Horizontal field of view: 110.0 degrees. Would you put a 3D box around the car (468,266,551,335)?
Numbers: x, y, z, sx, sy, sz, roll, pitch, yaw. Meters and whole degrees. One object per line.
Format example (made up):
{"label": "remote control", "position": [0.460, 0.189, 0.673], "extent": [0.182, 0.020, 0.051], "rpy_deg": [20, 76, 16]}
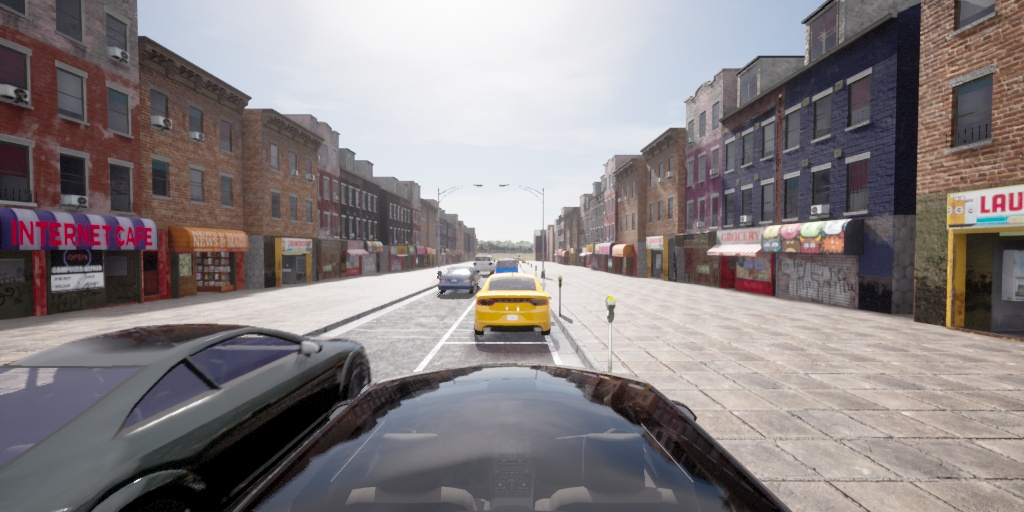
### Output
{"label": "car", "position": [0.015, 1.224, 10.498], "extent": [1.882, 1.535, 5.008], "rpy_deg": [0, 0, 0]}

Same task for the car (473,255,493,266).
{"label": "car", "position": [-2.955, 0.958, 38.505], "extent": [2.150, 2.045, 5.566], "rpy_deg": [0, 0, 0]}

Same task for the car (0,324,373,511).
{"label": "car", "position": [-2.915, 1.313, 3.273], "extent": [1.994, 1.385, 4.181], "rpy_deg": [0, 0, 0]}

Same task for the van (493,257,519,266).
{"label": "van", "position": [-0.329, 1.081, 27.389], "extent": [1.690, 1.789, 3.998], "rpy_deg": [0, 0, 0]}

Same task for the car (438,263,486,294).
{"label": "car", "position": [-2.880, 1.290, 20.415], "extent": [2.033, 1.411, 5.357], "rpy_deg": [0, 0, 0]}
